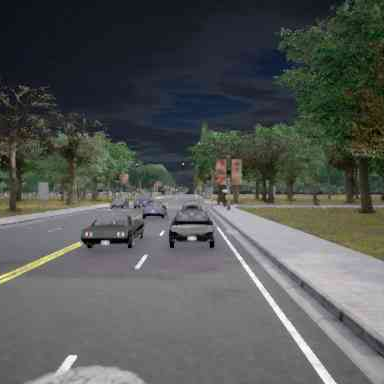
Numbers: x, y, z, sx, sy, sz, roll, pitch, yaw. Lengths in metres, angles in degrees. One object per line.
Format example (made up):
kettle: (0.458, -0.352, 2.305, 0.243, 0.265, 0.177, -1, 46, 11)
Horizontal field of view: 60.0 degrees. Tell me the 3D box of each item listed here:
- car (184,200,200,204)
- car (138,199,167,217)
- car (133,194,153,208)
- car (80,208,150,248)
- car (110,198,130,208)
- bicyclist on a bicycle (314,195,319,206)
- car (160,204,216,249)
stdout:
car: (0.000, 1.519, 29.650, 1.837, 1.490, 4.892, 0, 0, 0)
car: (-3.250, 1.575, 29.651, 1.994, 1.385, 4.181, 0, 0, 0)
car: (-6.500, 1.341, 45.220, 2.150, 2.045, 5.566, 0, 0, 0)
car: (-3.250, 1.615, 14.681, 1.895, 1.301, 4.718, 0, 0, 0)
car: (-9.750, 1.574, 45.250, 1.837, 1.490, 4.892, 0, 0, 0)
bicyclist on a bicycle: (18.128, 1.295, 48.606, 0.582, 1.620, 1.656, 0, 0, 0)
car: (0.000, 1.494, 14.650, 2.128, 1.511, 4.902, 0, 0, 0)
